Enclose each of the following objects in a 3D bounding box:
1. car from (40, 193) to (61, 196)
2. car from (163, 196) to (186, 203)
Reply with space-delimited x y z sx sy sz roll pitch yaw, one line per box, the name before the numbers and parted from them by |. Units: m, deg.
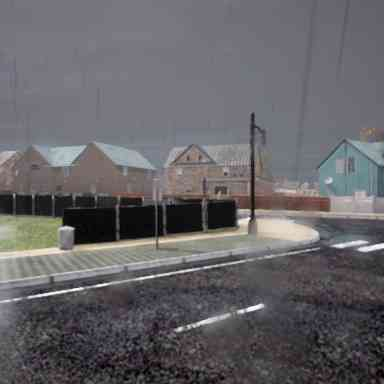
car | -12.285 0.891 29.255 5.008 1.535 1.882 1 0 19
car | -1.097 1.073 25.434 5.008 1.535 1.882 1 0 18
